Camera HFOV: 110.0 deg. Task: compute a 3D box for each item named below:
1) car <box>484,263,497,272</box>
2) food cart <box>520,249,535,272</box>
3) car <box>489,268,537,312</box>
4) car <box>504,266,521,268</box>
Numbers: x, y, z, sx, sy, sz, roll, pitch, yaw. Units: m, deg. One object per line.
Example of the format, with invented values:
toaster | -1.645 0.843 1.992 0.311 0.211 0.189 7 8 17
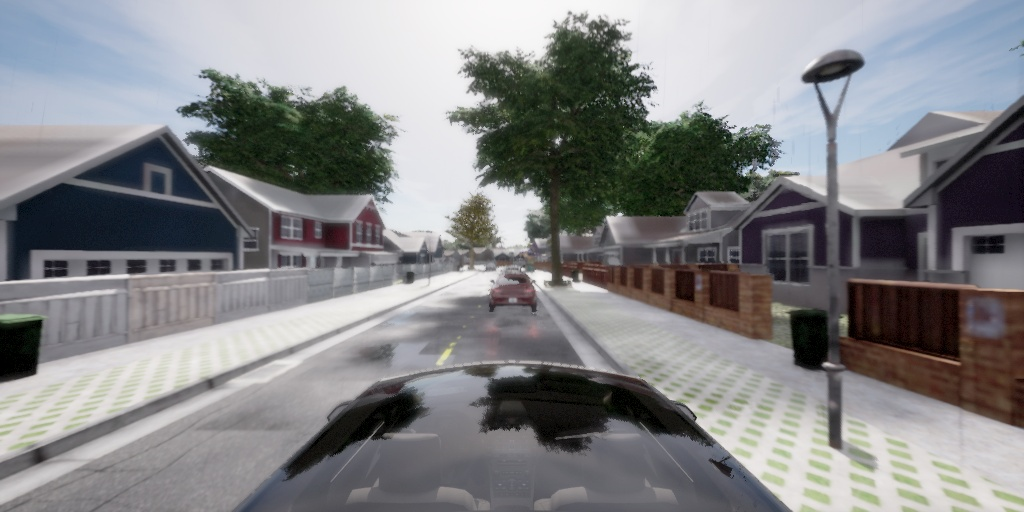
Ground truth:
car | -3.484 1.839 59.218 1.812 1.442 4.674 0 -1 -3
food cart | 2.654 0.730 54.846 2.280 3.560 4.660 0 0 -3
car | 0.048 1.406 14.926 1.812 1.442 4.674 0 0 0
car | 0.045 1.524 29.202 1.837 1.490 4.892 0 0 1
